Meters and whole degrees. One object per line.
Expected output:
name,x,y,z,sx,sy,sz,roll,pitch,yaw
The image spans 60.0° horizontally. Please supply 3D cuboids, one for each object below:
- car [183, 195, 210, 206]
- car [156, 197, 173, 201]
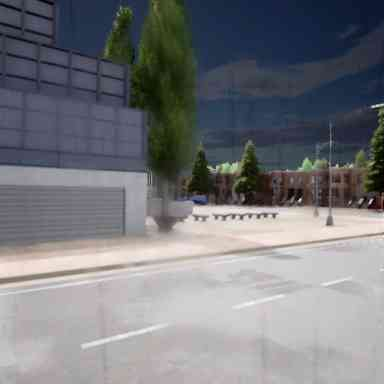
car,0.741,1.711,65.817,5.566,2.045,2.150,0,-1,24
car,-5.016,1.747,60.532,4.553,1.767,2.097,1,0,20
